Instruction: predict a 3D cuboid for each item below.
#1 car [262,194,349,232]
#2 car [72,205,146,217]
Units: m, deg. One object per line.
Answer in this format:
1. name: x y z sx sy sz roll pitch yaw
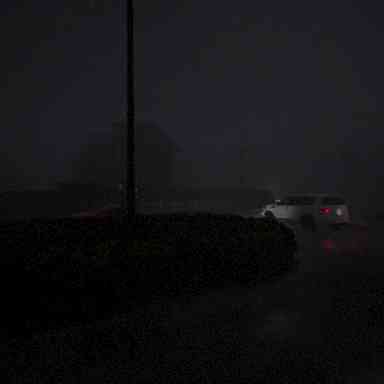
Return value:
1. car: 6.506 1.117 19.666 2.150 2.045 5.566 0 0 -25
2. car: -3.872 1.433 17.869 5.008 1.535 1.882 0 0 -35
